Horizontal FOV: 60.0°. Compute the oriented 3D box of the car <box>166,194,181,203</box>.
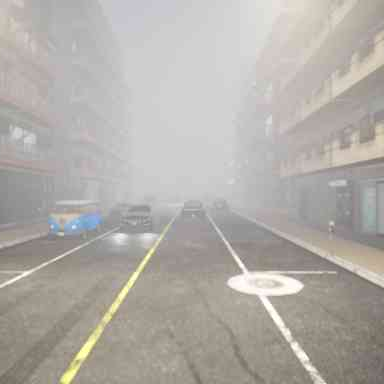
[{"bbox_3d":[-3.054,1.172,61.801,2.097,1.767,4.553,0,0,1],"label":"car"}]

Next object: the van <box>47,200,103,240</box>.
[{"bbox_3d":[-5.679,1.294,16.533,1.690,1.788,3.998,1,0,0],"label":"van"}]

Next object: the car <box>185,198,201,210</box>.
[{"bbox_3d":[0.089,1.442,42.337,1.994,1.385,4.181,0,0,0],"label":"car"}]

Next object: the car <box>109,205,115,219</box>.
[{"bbox_3d":[-5.686,1.465,27.875,1.887,1.381,4.507,1,0,0],"label":"car"}]

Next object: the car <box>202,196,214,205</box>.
[{"bbox_3d":[2.653,1.418,56.158,1.802,1.307,4.206,1,0,0],"label":"car"}]

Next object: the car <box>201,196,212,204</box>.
[{"bbox_3d":[2.652,1.401,61.829,1.802,1.307,4.206,1,0,0],"label":"car"}]

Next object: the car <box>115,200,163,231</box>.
[{"bbox_3d":[-3.106,1.447,20.302,1.837,1.490,4.892,0,0,0],"label":"car"}]

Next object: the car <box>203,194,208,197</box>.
[{"bbox_3d":[2.657,1.396,44.986,1.752,1.417,4.829,1,0,0],"label":"car"}]

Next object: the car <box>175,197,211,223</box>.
[{"bbox_3d":[0.093,1.419,25.136,2.128,1.511,4.902,0,0,0],"label":"car"}]

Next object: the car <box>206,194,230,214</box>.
[{"bbox_3d":[2.661,1.345,33.475,1.967,1.590,4.097,1,0,0],"label":"car"}]

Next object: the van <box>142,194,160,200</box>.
[{"bbox_3d":[-5.687,1.211,44.886,1.690,1.788,3.998,1,0,0],"label":"van"}]

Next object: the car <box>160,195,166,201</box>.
[{"bbox_3d":[-5.786,1.352,67.566,2.008,1.369,4.403,1,0,0],"label":"car"}]

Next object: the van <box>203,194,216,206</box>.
[{"bbox_3d":[2.659,1.195,50.486,1.690,1.788,3.998,1,0,0],"label":"van"}]
